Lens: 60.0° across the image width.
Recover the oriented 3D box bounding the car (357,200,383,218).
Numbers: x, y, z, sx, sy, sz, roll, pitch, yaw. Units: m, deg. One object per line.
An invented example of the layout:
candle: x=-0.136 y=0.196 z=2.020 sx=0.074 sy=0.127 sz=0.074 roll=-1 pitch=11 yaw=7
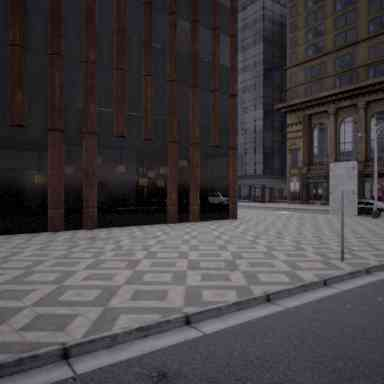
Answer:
car: x=15.431 y=1.446 z=28.682 sx=1.837 sy=1.490 sz=4.892 roll=0 pitch=1 yaw=-37
